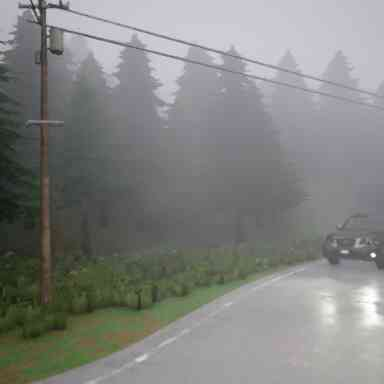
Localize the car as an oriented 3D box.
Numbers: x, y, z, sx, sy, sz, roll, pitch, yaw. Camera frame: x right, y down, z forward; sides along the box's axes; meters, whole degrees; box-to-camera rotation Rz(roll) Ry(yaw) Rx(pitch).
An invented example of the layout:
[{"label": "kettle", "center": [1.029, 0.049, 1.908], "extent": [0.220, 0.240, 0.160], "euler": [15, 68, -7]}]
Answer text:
[{"label": "car", "center": [7.735, 1.897, 14.085], "extent": [5.566, 2.045, 2.150], "euler": [1, -5, -40]}]
